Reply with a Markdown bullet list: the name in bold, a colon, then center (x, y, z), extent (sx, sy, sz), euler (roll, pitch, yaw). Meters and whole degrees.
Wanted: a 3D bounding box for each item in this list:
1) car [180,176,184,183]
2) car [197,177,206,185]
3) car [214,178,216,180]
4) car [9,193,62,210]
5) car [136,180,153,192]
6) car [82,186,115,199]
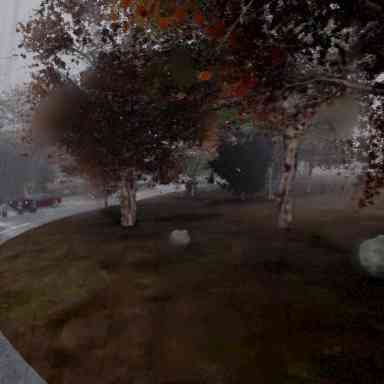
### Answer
- **car**: center (-1.050, -2.346, 64.295), extent (2.128, 1.511, 4.902), euler (0, 5, 24)
- **car**: center (1.650, -2.186, 61.720), extent (1.812, 1.442, 4.674), euler (0, 5, 23)
- **car**: center (5.585, -3.207, 70.955), extent (1.812, 1.442, 4.674), euler (0, 5, 21)
- **car**: center (-13.883, 0.825, 29.756), extent (1.895, 1.301, 4.718), euler (0, 4, 14)
- **car**: center (-7.445, -0.946, 49.466), extent (2.128, 1.511, 4.902), euler (0, 5, 22)
- **car**: center (-11.058, -0.041, 39.583), extent (2.128, 1.511, 4.902), euler (0, 5, 18)
